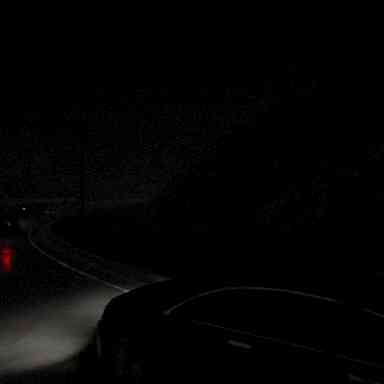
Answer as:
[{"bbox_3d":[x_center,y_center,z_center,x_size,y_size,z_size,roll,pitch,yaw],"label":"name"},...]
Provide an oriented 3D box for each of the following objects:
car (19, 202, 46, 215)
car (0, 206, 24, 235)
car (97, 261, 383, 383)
[{"bbox_3d":[-18.007,1.772,37.396,1.994,1.385,4.181,0,0,-4],"label":"car"},{"bbox_3d":[-11.038,1.704,19.125,1.895,1.301,4.718,0,0,-24],"label":"car"},{"bbox_3d":[0.983,1.531,3.537,4.892,1.490,1.837,0,0,38],"label":"car"}]
